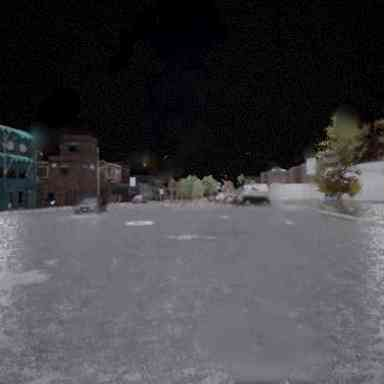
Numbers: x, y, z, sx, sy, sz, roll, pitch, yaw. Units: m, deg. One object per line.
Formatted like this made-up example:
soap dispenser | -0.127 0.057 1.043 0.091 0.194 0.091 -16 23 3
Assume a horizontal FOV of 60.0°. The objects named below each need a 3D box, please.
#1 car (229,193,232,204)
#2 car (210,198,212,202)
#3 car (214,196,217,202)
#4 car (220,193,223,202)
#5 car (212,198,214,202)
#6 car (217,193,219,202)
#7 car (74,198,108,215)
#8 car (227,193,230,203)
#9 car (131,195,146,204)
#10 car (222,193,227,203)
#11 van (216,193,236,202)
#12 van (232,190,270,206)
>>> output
car | 8.211 1.123 47.487 4.674 1.452 2.002 1 -1 -20
car | 8.301 1.409 83.205 5.566 2.045 2.435 1 -1 -20
car | 8.302 1.487 74.285 5.008 1.535 2.097 1 -1 -20
car | 8.293 1.180 62.385 4.553 1.767 2.185 1 -1 -20
car | 8.333 1.287 77.281 5.566 2.045 2.435 1 -1 -20
car | 8.452 1.395 68.399 5.366 1.575 1.946 1 -1 -20
car | -8.786 1.207 29.256 1.994 1.385 4.181 -1 2 0
car | 8.228 1.167 50.461 4.674 1.452 2.002 1 -1 -20
car | -8.706 1.269 54.957 1.812 1.442 4.674 0 0 0
car | 8.061 1.166 53.375 5.366 1.575 1.946 1 -1 -20
van | 8.209 1.369 80.203 4.442 1.987 1.878 1 -1 -20
van | 8.100 0.810 44.468 4.442 1.987 1.878 1 -1 -20
